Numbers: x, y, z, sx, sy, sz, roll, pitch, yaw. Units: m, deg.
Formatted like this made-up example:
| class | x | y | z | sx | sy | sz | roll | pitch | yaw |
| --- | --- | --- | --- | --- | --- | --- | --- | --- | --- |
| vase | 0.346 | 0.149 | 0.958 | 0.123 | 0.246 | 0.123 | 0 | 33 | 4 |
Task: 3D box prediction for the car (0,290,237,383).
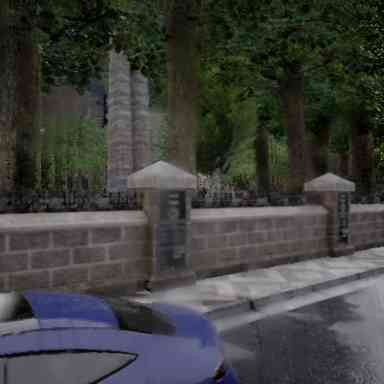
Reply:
| class | x | y | z | sx | sy | sz | roll | pitch | yaw |
| --- | --- | --- | --- | --- | --- | --- | --- | --- | --- |
| car | -1.764 | 1.523 | 2.122 | 4.674 | 1.442 | 1.812 | 1 | 0 | -36 |
